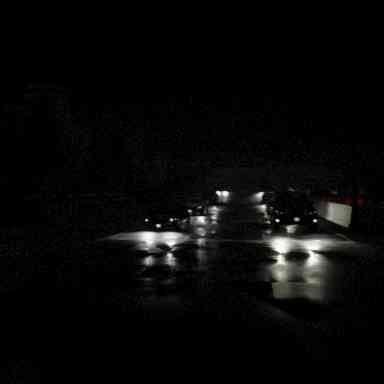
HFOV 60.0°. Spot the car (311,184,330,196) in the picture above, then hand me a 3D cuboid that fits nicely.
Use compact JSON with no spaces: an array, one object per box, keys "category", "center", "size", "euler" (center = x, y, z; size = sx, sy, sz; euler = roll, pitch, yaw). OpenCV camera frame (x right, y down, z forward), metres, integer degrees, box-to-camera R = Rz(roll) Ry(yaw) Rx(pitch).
[{"category":"car","center":[17.652,-0.339,45.830],"size":[1.882,1.535,5.008],"euler":[0,6,10]}]

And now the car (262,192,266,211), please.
[{"category":"car","center":[7.361,1.046,28.905],"size":[1.882,1.535,5.008],"euler":[0,2,10]}]

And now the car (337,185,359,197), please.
[{"category":"car","center":[21.003,-0.259,44.758],"size":[1.812,1.442,4.674],"euler":[0,6,10]}]

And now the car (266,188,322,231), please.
[{"category":"car","center":[5.664,0.965,19.202],"size":[2.150,2.045,5.566],"euler":[0,1,10]}]

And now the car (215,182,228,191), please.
[{"category":"car","center":[4.894,-0.977,54.640],"size":[1.994,1.385,4.181],"euler":[0,8,11]}]

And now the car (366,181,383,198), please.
[{"category":"car","center":[24.130,-0.384,42.303],"size":[2.150,2.045,5.566],"euler":[0,6,10]}]

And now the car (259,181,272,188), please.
[{"category":"car","center":[11.896,-1.059,53.993],"size":[1.895,1.301,4.718],"euler":[0,8,10]}]

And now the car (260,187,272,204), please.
[{"category":"car","center":[9.100,0.583,38.785],"size":[1.994,1.385,4.181],"euler":[0,4,10]}]

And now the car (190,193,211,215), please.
[{"category":"car","center":[0.297,1.166,29.149],"size":[1.812,1.442,4.674],"euler":[0,2,10]}]

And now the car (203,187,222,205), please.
[{"category":"car","center":[2.033,0.635,39.031],"size":[1.837,1.490,4.892],"euler":[0,5,10]}]

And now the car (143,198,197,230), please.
[{"category":"car","center":[-1.304,1.340,20.011],"size":[2.033,1.411,5.357],"euler":[0,1,10]}]
